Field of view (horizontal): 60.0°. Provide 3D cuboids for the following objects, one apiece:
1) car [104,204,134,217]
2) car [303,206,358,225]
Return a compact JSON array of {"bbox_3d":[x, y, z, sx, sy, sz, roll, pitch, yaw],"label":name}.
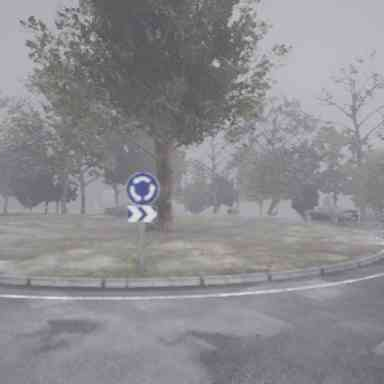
[{"bbox_3d":[-7.390,1.972,36.044,4.181,1.385,1.994,1,-1,-16],"label":"car"},{"bbox_3d":[11.773,1.946,28.600,2.128,1.511,4.902,1,-1,-26],"label":"car"}]
